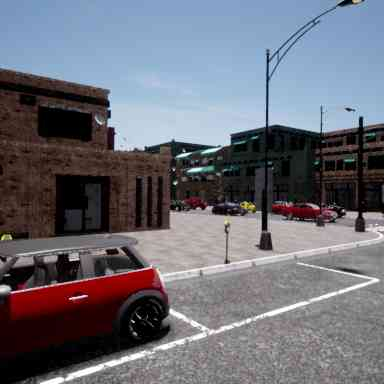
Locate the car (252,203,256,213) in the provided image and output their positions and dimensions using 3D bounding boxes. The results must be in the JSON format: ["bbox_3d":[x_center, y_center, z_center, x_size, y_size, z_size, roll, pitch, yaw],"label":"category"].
[{"bbox_3d":[6.471,1.879,41.903,1.752,1.417,4.829,0,-1,-35],"label":"car"}]

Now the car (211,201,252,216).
[{"bbox_3d":[3.917,1.789,35.444,1.994,1.385,4.181,1,-1,-35],"label":"car"}]

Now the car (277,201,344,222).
[{"bbox_3d":[9.574,1.656,27.255,1.812,1.442,4.674,1,-1,-34],"label":"car"}]

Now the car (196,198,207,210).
[{"bbox_3d":[0.233,1.773,50.876,2.192,1.841,5.009,0,-1,-35],"label":"car"}]

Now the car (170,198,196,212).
[{"bbox_3d":[-2.023,1.830,43.999,1.837,1.490,4.892,1,-1,-35],"label":"car"}]

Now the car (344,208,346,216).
[{"bbox_3d":[12.902,1.812,32.652,1.947,1.339,4.313,0,-1,-35],"label":"car"}]

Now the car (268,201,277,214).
[{"bbox_3d":[9.735,1.739,37.209,1.967,1.590,4.097,0,-1,-35],"label":"car"}]

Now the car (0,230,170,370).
[{"bbox_3d":[-2.435,1.440,4.808,4.097,1.590,1.967,0,1,-36],"label":"car"}]
